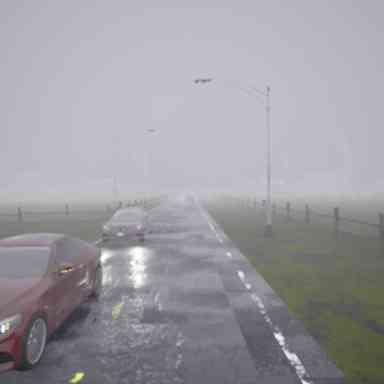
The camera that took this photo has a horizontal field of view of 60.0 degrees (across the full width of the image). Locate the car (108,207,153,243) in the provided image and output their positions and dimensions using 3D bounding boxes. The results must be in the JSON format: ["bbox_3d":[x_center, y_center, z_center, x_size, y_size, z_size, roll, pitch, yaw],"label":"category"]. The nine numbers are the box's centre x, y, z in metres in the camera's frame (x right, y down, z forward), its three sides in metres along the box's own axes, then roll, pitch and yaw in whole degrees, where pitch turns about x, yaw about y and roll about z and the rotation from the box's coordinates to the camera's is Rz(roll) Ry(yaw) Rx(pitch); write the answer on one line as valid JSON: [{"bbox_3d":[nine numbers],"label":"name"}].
[{"bbox_3d":[-2.966,1.489,16.130,1.812,1.442,4.674,0,0,0],"label":"car"}]

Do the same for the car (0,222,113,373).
[{"bbox_3d":[-2.884,1.521,5.796,1.812,1.442,4.674,0,0,0],"label":"car"}]

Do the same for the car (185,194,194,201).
[{"bbox_3d":[-0.602,1.146,76.755,2.128,1.511,4.902,0,0,0],"label":"car"}]

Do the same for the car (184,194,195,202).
[{"bbox_3d":[-0.520,1.245,66.452,2.128,1.511,4.902,0,0,0],"label":"car"}]
